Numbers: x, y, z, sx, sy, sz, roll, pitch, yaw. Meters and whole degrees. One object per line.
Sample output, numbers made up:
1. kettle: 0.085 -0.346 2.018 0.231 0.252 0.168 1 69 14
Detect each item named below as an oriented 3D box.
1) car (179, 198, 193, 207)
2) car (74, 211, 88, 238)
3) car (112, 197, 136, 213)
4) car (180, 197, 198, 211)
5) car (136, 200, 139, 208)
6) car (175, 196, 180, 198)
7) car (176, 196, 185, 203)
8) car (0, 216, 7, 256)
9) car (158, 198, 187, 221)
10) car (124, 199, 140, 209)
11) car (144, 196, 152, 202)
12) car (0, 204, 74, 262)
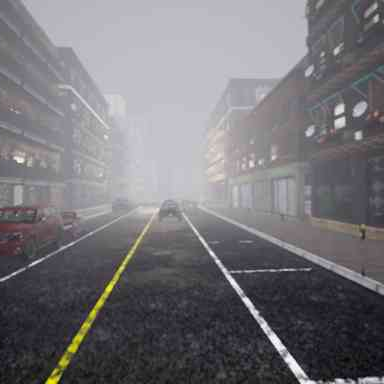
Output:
1. car: -1.011 1.653 52.828 1.887 1.381 4.507 -1 0 -4
2. car: -6.937 1.734 18.499 1.802 1.307 4.206 -1 0 -4
3. car: -8.561 1.532 40.987 2.192 1.841 5.009 -1 0 -4
4. car: -0.213 1.602 41.755 1.752 1.417 4.829 -1 0 -4
5. car: -8.965 1.674 46.607 1.967 1.590 4.097 -1 0 -4
6. car: -2.886 1.601 42.647 1.882 1.535 5.008 -1 0 -4
7. car: -2.631 1.722 75.314 2.008 1.369 4.403 -1 0 -4
8. car: -6.128 1.558 7.256 1.967 1.590 4.097 -1 0 -4
9. car: -1.823 1.573 27.924 2.128 1.511 4.902 -1 0 -4
10. car: -9.368 1.794 52.230 1.887 1.381 4.507 -1 0 -4
11. car: -12.205 1.909 91.580 2.008 1.369 4.403 -1 0 -4
12. car: -6.534 1.450 12.878 2.192 1.841 5.009 -1 0 -4
